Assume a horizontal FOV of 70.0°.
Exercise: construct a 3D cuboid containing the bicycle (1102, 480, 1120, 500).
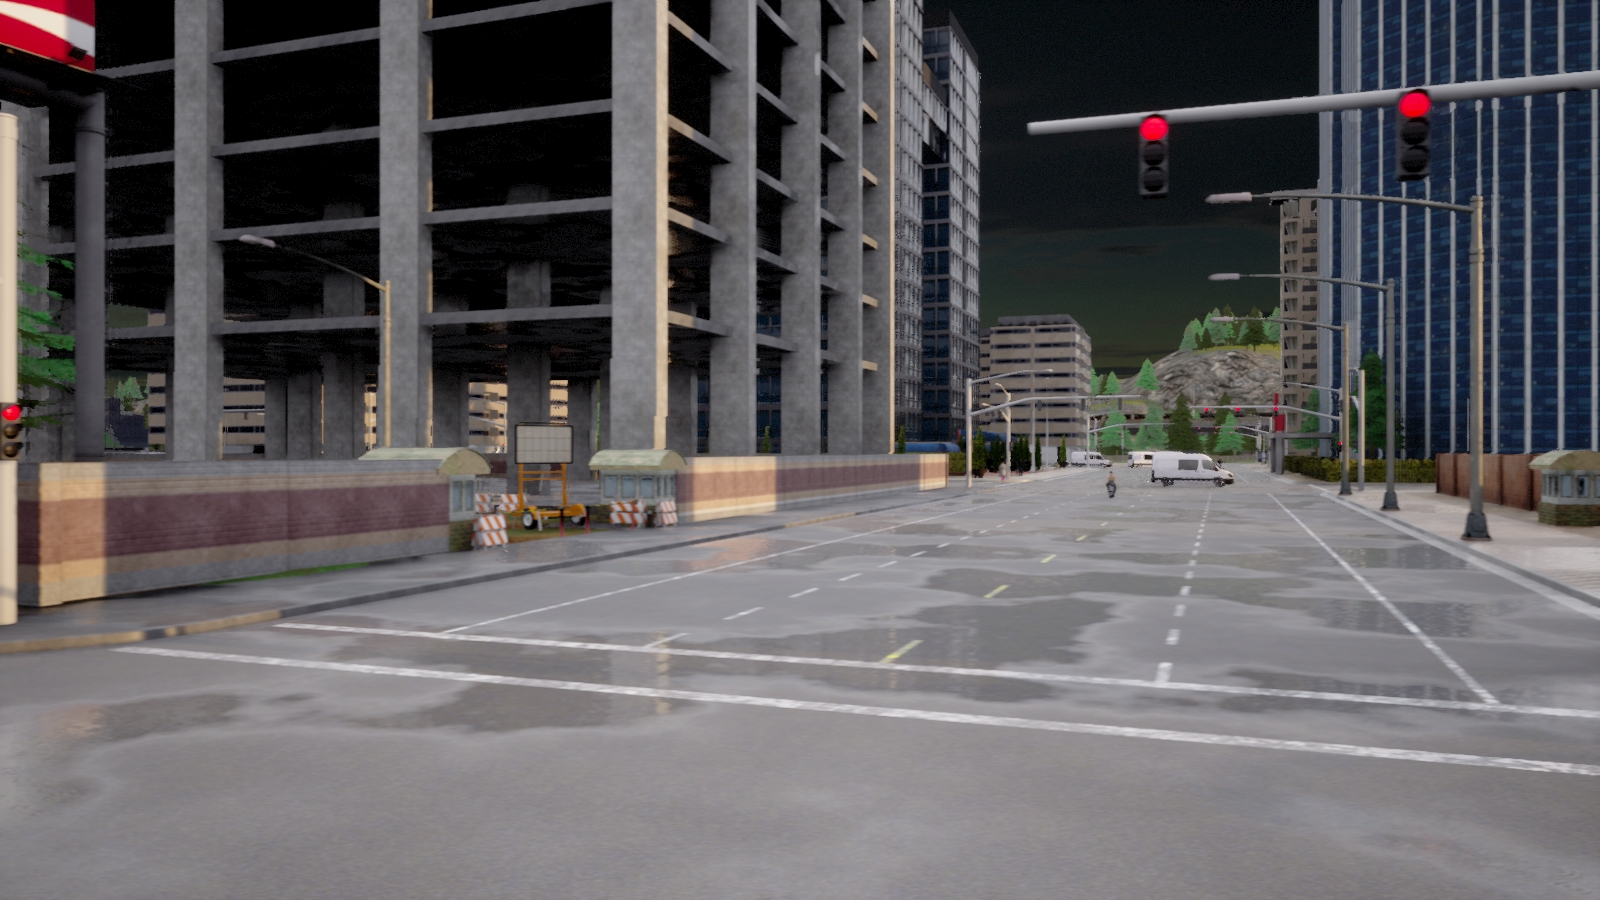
[{"bbox_3d":[17.636,2.255,64.767,0.859,1.080,1.487,0,0,21],"label":"bicycle"}]
